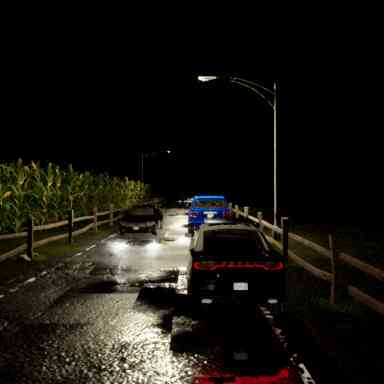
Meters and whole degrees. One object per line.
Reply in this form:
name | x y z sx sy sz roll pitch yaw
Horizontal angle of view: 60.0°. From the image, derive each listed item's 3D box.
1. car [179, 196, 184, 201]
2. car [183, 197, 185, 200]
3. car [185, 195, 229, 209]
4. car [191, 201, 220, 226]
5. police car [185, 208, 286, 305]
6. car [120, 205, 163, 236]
car | -2.504 1.679 88.936 1.812 1.442 4.674 0 0 0
car | 0.156 1.624 46.274 1.895 1.301 4.718 0 0 1
car | 0.875 1.225 18.244 2.150 2.045 5.566 0 0 0
car | 0.891 1.478 24.213 1.882 1.535 5.008 0 0 0
police car | 0.847 1.425 8.324 1.930 1.638 5.238 0 0 0
car | -2.699 1.478 18.593 1.882 1.535 5.008 0 0 0
